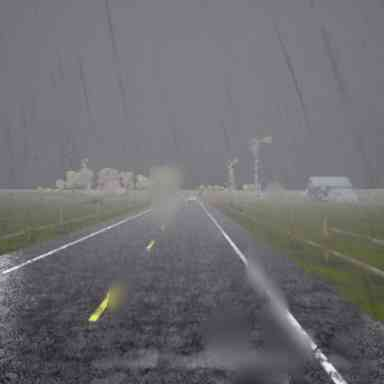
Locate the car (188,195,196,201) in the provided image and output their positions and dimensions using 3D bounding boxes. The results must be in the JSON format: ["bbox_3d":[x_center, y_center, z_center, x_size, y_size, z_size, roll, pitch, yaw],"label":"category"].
[{"bbox_3d":[-0.023,1.455,81.769,1.994,1.385,4.181,0,0,0],"label":"car"}]

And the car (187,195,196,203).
[{"bbox_3d":[-0.020,1.615,71.795,1.895,1.301,4.718,0,0,0],"label":"car"}]
